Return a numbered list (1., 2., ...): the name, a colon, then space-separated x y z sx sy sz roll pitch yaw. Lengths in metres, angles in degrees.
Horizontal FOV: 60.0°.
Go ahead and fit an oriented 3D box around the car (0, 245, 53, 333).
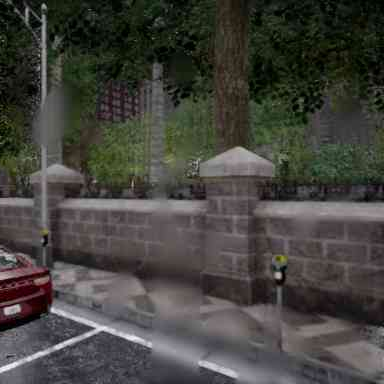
1. car: -4.400 1.572 6.105 4.507 1.381 1.887 0 0 36
